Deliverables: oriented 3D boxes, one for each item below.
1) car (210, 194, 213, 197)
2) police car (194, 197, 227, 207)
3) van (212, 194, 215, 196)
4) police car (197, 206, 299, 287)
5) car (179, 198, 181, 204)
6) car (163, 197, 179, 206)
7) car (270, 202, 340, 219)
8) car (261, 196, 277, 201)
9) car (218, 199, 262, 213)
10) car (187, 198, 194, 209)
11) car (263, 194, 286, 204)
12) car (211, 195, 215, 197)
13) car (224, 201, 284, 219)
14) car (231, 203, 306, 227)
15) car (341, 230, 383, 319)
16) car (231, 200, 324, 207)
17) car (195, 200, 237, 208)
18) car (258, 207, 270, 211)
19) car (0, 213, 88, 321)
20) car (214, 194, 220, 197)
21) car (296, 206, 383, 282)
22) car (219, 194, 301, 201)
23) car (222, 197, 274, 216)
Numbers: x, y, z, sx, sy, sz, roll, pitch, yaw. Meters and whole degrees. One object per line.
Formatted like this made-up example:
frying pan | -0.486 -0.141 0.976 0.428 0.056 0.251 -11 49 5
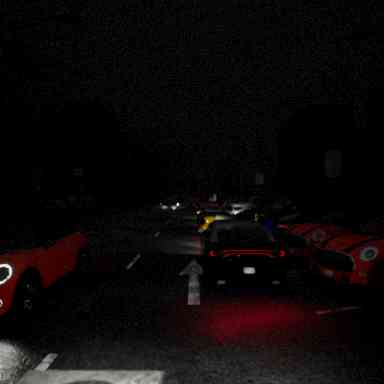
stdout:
car | 5.684 1.418 59.747 5.566 2.045 2.435 1 -1 -20
police car | 1.313 1.471 25.518 1.930 1.638 5.238 0 0 0
van | 5.729 1.392 47.754 4.442 1.987 1.878 1 -1 -20
police car | 1.210 1.435 9.518 1.930 1.638 5.238 0 0 0
car | -3.478 1.804 72.305 1.994 1.385 4.181 0 0 4
car | -3.798 1.649 57.165 1.882 1.535 5.008 0 0 1
car | 5.405 1.374 11.683 4.553 1.767 2.185 1 0 -20
car | 21.397 1.858 92.727 2.163 1.488 4.792 0 -1 -21
car | 5.567 1.618 38.697 4.674 1.452 2.002 1 0 -20
car | 0.259 1.607 47.491 1.882 1.535 5.008 0 0 1
car | 18.721 1.497 75.680 2.435 2.045 5.566 0 0 -21
car | 5.594 1.603 44.709 5.008 1.535 2.097 1 -1 -20
car | 5.477 1.573 29.674 4.792 1.488 2.163 1 0 -20
car | 5.430 1.555 23.673 4.792 1.488 2.163 1 0 -20
car | 5.306 1.520 5.662 4.792 1.488 2.163 1 0 -20
car | 5.262 1.512 20.616 5.366 1.575 1.946 1 0 -20
car | 1.273 1.485 19.598 1.801 1.575 5.366 0 0 0
car | 5.389 1.544 14.680 4.674 1.452 2.002 1 0 -20
car | -3.937 1.359 7.366 2.097 1.767 4.553 0 0 0
car | 5.619 1.465 41.706 4.553 1.767 2.185 1 0 -20
car | 5.385 1.369 8.682 4.553 1.767 2.185 1 0 -20
car | 5.458 1.282 26.675 5.566 2.045 2.435 1 0 -20
car | 5.493 1.428 32.688 4.553 1.767 2.185 1 0 -20
